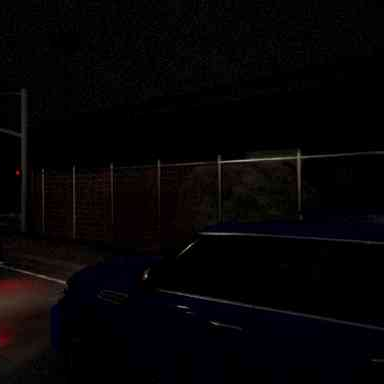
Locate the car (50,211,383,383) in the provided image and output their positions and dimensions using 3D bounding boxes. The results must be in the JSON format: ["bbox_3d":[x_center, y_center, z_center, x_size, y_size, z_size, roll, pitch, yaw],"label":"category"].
[{"bbox_3d":[0.935,1.221,3.323,5.566,2.045,2.150,0,0,35],"label":"car"}]

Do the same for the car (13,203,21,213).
[{"bbox_3d":[-16.989,1.408,36.293,2.097,1.767,4.553,0,0,35],"label":"car"}]

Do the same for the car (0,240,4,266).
[{"bbox_3d":[-7.080,1.492,9.039,4.902,1.511,2.128,0,0,33],"label":"car"}]
